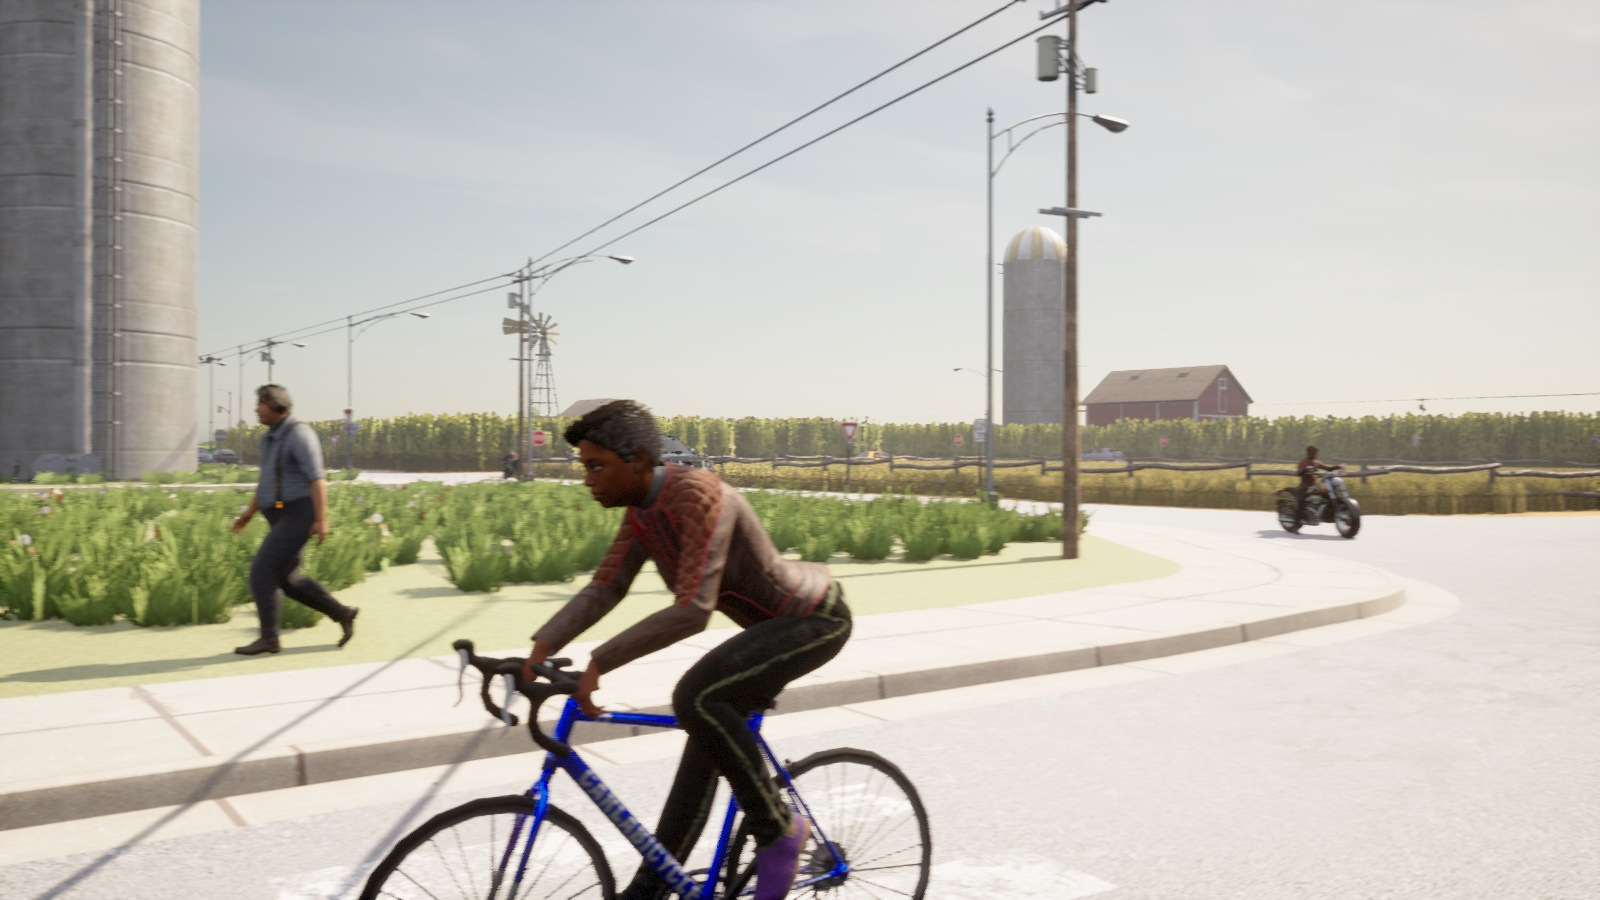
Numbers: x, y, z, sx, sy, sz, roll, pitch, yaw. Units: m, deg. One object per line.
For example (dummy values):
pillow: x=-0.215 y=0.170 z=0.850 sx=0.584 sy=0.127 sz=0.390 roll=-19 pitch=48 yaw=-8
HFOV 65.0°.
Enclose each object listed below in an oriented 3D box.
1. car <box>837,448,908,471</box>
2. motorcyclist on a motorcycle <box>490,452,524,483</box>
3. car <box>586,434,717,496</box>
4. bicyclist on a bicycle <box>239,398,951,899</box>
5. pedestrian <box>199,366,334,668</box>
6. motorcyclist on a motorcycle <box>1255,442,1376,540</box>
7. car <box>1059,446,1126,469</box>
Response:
car: x=5.432 y=0.695 z=94.037 sx=5.366 sy=1.575 sz=1.801 roll=-1 pitch=0 yaw=-36
motorcyclist on a motorcycle: x=-14.693 y=0.854 z=62.975 sx=0.866 sy=1.530 sz=2.191 roll=0 pitch=0 yaw=-36
car: x=-5.325 y=0.511 z=44.319 sx=2.150 sy=2.045 sz=5.566 roll=0 pitch=0 yaw=-36
bicyclist on a bicycle: x=-0.465 y=0.700 z=3.147 sx=1.656 sy=1.620 sz=0.582 roll=0 pitch=1 yaw=-30
pedestrian: x=-3.449 y=0.411 z=8.118 sx=0.694 sy=1.848 sz=0.540 roll=0 pitch=0 yaw=-37
motorcyclist on a motorcycle: x=9.117 y=0.687 z=22.328 sx=0.766 sy=1.649 sz=2.350 roll=0 pitch=0 yaw=-13
car: x=22.257 y=0.531 z=95.786 sx=2.033 sy=1.649 sz=4.856 roll=0 pitch=0 yaw=-36
